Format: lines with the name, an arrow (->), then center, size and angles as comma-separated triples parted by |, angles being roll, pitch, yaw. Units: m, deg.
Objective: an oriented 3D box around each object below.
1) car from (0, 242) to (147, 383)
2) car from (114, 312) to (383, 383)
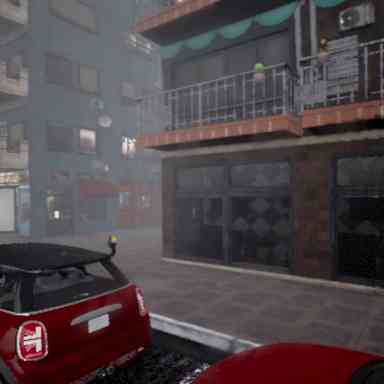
car -> -2.588, 1.445, 4.730 | 4.097, 1.590, 1.967 | 0, -1, 35
car -> 1.909, 1.544, 1.523 | 4.507, 1.381, 1.887 | 0, -1, 35
